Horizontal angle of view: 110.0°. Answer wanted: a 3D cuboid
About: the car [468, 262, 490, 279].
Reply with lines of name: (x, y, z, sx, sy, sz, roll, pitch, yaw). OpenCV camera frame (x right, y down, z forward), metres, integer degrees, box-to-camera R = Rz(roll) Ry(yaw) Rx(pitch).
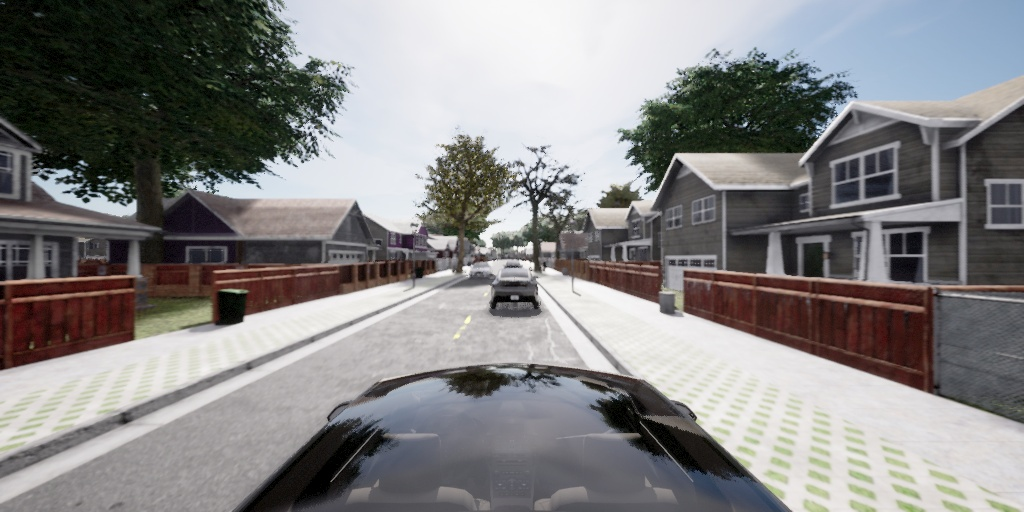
car: (-2.744, 1.283, 32.276, 1.812, 1.442, 4.674, 0, 0, 0)

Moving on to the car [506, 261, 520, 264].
car: (0.106, 1.261, 35.974, 1.837, 1.490, 4.892, 0, 0, 0)

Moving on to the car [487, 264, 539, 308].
car: (0.102, 1.263, 15.346, 1.837, 1.490, 4.892, 0, 0, 0)
